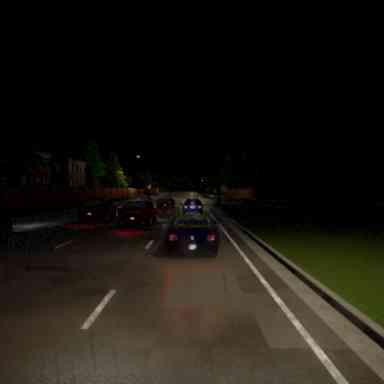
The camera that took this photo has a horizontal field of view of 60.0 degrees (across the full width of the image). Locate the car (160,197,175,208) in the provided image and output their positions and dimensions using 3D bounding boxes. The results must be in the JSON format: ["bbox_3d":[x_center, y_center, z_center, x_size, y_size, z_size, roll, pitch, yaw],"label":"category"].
[{"bbox_3d":[-3.241,1.285,42.666,1.895,1.301,4.718,0,0,0],"label":"car"}]

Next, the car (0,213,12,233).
[{"bbox_3d":[-10.393,1.377,15.554,2.128,1.511,4.902,0,0,0],"label":"car"}]

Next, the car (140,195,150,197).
[{"bbox_3d":[-6.704,1.176,47.276,1.812,1.442,4.674,0,1,0],"label":"car"}]

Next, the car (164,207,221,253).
[{"bbox_3d":[0.030,1.504,13.090,1.895,1.301,4.718,0,0,0],"label":"car"}]

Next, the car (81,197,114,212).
[{"bbox_3d":[-10.314,1.276,36.764,2.033,1.411,5.357,0,0,1],"label":"car"}]

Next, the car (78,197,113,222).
[{"bbox_3d":[-6.885,1.294,24.795,1.882,1.535,5.008,0,1,0],"label":"car"}]

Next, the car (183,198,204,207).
[{"bbox_3d":[0.097,1.315,31.383,2.033,1.411,5.357,0,0,1],"label":"car"}]

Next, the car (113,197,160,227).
[{"bbox_3d":[-3.390,1.319,21.339,1.882,1.535,5.008,0,1,0],"label":"car"}]
